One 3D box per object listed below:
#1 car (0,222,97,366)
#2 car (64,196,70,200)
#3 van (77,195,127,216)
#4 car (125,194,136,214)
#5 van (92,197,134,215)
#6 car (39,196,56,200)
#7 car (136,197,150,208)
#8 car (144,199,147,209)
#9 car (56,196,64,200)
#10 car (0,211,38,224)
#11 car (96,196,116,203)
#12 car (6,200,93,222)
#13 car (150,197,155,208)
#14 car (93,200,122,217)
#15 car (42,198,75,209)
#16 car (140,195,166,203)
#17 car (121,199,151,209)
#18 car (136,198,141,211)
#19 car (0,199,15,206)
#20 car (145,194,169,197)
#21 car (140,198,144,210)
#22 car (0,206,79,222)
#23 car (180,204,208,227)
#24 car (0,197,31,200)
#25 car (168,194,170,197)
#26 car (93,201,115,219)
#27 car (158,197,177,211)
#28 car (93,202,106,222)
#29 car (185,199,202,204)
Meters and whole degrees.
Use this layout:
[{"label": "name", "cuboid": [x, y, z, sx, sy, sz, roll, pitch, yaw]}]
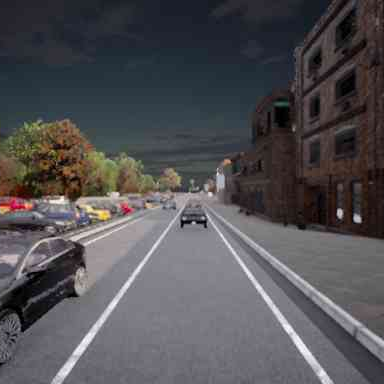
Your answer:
[{"label": "car", "cuboid": [-3.348, 1.549, 5.920, 2.128, 1.511, 4.902, 0, -1, 0]}, {"label": "car", "cuboid": [-22.346, 1.699, 52.824, 5.566, 2.045, 2.435, 0, 0, 0]}, {"label": "van", "cuboid": [-9.218, 1.578, 33.274, 4.442, 1.987, 1.878, 0, 0, 0]}, {"label": "car", "cuboid": [-9.292, 1.574, 36.057, 5.566, 2.045, 2.435, 0, 0, 0]}, {"label": "van", "cuboid": [-9.191, 1.619, 38.715, 4.442, 1.987, 1.878, 0, 0, 0]}, {"label": "car", "cuboid": [-22.377, 1.782, 47.128, 4.553, 1.767, 2.185, 0, 0, 0]}, {"label": "car", "cuboid": [-9.281, 1.960, 49.971, 4.792, 1.488, 2.163, 0, 0, 0]}, {"label": "car", "cuboid": [-9.268, 1.949, 47.188, 4.674, 1.452, 2.002, 0, 0, 0]}, {"label": "car", "cuboid": [-22.363, 1.803, 49.913, 4.553, 1.767, 2.185, 0, 0, 0]}, {"label": "car", "cuboid": [-9.402, 1.675, 13.789, 4.792, 1.488, 2.163, 0, 0, 0]}, {"label": "car", "cuboid": [-21.804, 1.858, 84.445, 4.553, 1.767, 2.185, 0, 0, 0]}, {"label": "car", "cuboid": [-9.358, 1.591, 22.139, 4.553, 1.767, 2.185, 0, 0, 0]}, {"label": "car", "cuboid": [-9.052, 1.949, 52.753, 5.366, 1.575, 1.946, 0, 0, 0]}, {"label": "car", "cuboid": [-9.342, 1.783, 30.489, 4.892, 1.521, 2.231, 0, 0, 0]}, {"label": "car", "cuboid": [-22.273, 1.846, 55.608, 4.553, 1.767, 2.185, 0, 0, 0]}, {"label": "car", "cuboid": [-9.329, 1.983, 78.731, 4.792, 1.488, 2.163, 0, 0, 0]}, {"label": "car", "cuboid": [-9.240, 2.012, 55.395, 4.674, 1.452, 2.002, -1, 0, 1]}, {"label": "car", "cuboid": [-9.287, 1.868, 41.621, 4.892, 1.521, 2.231, 0, 0, 0]}, {"label": "car", "cuboid": [-22.586, 1.820, 35.989, 5.366, 1.575, 1.946, 0, 0, 0]}, {"label": "car", "cuboid": [-9.420, 1.998, 87.210, 5.366, 1.575, 1.946, 0, 0, 0]}, {"label": "car", "cuboid": [-9.250, 1.918, 44.405, 4.792, 1.488, 2.163, 0, 0, 0]}, {"label": "car", "cuboid": [-9.406, 1.733, 19.356, 4.674, 1.452, 2.002, 0, 0, 0]}, {"label": "car", "cuboid": [0.121, 1.816, 24.519, 1.895, 1.301, 4.718, 0, 0, 0]}, {"label": "car", "cuboid": [-22.415, 1.593, 38.775, 5.566, 2.045, 2.435, 0, 0, 0]}, {"label": "car", "cuboid": [-9.208, 2.017, 90.035, 5.008, 1.535, 2.097, 0, 0, 0]}, {"label": "car", "cuboid": [-9.548, 1.757, 27.707, 5.366, 1.575, 1.946, 0, 0, 0]}, {"label": "car", "cuboid": [-3.276, 1.876, 48.165, 2.128, 1.511, 4.902, 0, 0, 0]}, {"label": "car", "cuboid": [-9.382, 1.739, 24.923, 4.892, 1.521, 2.231, 0, 0, 0]}, {"label": "car", "cuboid": [0.146, 1.692, 41.758, 2.097, 1.767, 4.553, 0, 0, 0]}]
